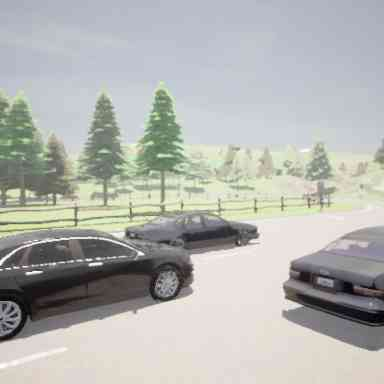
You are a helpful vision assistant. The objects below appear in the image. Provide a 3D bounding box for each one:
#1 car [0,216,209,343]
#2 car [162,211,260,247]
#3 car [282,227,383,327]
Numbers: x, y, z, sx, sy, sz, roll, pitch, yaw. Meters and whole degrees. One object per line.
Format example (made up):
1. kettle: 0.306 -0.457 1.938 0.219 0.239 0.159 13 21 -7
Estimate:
1. car: -2.219 1.475 6.462 4.892 1.490 1.837 -1 1 -35
2. car: 0.075 1.429 12.395 5.357 1.411 2.033 -1 1 -35
3. car: 4.144 1.429 6.701 5.357 1.411 2.033 -1 1 -35
